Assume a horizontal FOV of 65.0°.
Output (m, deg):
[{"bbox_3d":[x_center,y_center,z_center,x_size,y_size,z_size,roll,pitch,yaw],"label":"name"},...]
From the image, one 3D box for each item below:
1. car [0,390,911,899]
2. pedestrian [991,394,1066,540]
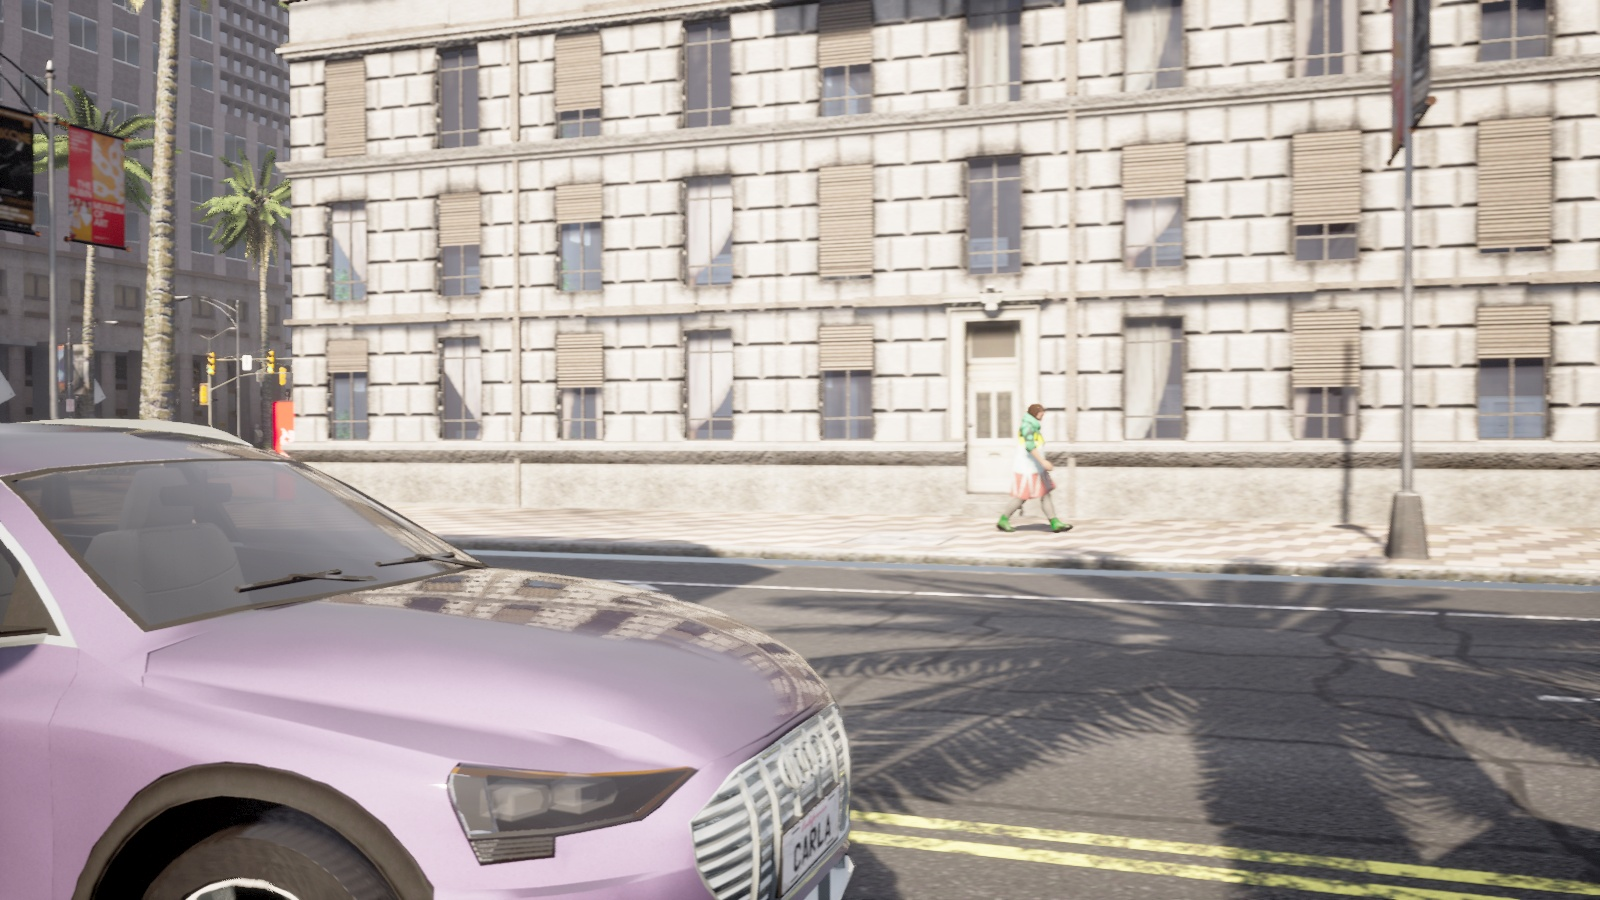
[{"bbox_3d":[-2.263,0.683,3.955,4.856,1.649,2.033,1,1,19],"label":"car"},{"bbox_3d":[3.133,0.219,17.172,0.873,1.952,0.659,1,1,23],"label":"pedestrian"}]
